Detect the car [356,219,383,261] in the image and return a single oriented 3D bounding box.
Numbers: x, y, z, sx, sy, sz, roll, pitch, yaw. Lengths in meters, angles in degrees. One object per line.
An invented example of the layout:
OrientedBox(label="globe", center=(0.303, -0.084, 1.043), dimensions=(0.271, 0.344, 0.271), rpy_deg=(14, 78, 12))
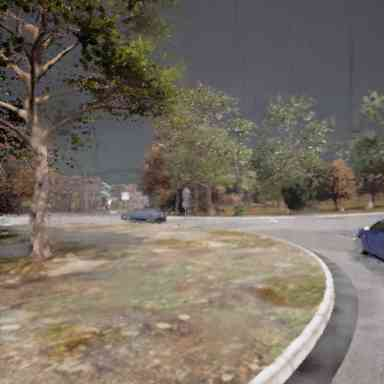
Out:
OrientedBox(label="car", center=(6.918, 1.586, 10.838), dimensions=(1.882, 1.535, 5.008), rpy_deg=(0, -1, 12))

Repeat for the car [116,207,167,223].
OrientedBox(label="car", center=(-4.418, 2.090, 30.507), dimensions=(4.181, 1.385, 1.994), rpy_deg=(-1, -1, 27))
